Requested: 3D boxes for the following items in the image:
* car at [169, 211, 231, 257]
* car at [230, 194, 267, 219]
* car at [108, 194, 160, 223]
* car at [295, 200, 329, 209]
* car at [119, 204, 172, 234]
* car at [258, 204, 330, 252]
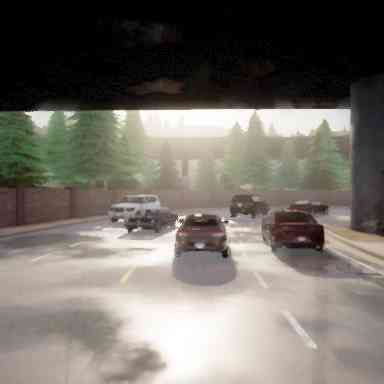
[{"bbox_3d":[0.438,1.523,12.868,1.812,1.442,4.674,0,0,5],"label":"car"},{"bbox_3d":[5.210,1.215,29.850,2.150,2.045,5.566,-1,0,28],"label":"car"},{"bbox_3d":[-4.275,1.216,25.786,2.150,2.045,5.566,0,0,18],"label":"car"},{"bbox_3d":[11.111,1.471,31.248,5.008,1.535,1.882,0,-1,-44],"label":"car"},{"bbox_3d":[-2.300,1.597,19.600,1.895,1.301,4.718,0,0,12],"label":"car"},{"bbox_3d":[4.061,1.475,13.964,1.882,1.535,5.008,0,0,6],"label":"car"}]
